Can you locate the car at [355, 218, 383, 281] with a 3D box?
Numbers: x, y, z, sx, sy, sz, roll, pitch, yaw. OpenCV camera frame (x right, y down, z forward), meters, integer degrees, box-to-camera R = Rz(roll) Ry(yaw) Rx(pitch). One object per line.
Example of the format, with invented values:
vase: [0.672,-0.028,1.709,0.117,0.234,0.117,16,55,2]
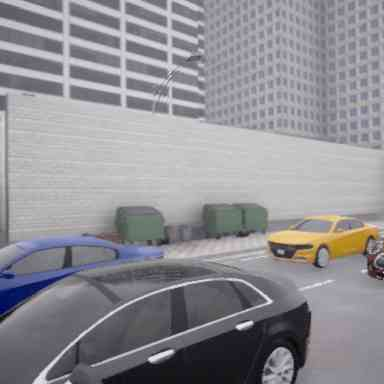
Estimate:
car: [6.661,1.407,8.949,4.553,1.767,2.097,0,-1,-37]

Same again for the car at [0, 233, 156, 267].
car: [-2.828,1.608,6.252,5.008,1.535,1.882,0,-1,-37]

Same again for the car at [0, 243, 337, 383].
car: [-0.723,1.572,3.457,4.892,1.490,1.837,0,-1,-37]

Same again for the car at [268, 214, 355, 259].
car: [4.772,1.596,11.902,5.008,1.535,1.882,0,-1,-37]
